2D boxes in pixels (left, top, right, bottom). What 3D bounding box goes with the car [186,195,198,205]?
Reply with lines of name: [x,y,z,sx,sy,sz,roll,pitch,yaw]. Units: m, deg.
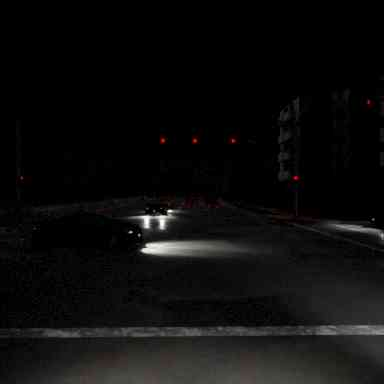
car: [-0.009,1.352,58.091,2.097,1.767,4.553,0,0,0]

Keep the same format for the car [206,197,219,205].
car: [3.491,1.525,58.136,1.812,1.442,4.674,0,0,0]

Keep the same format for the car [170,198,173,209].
car: [-3.582,1.477,44.405,1.882,1.535,5.008,0,0,0]

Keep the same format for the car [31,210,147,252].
car: [-4.154,1.564,13.457,4.181,1.385,1.994,0,0,0]

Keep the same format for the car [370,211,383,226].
car: [13.952,1.505,21.173,4.892,1.490,1.837,0,0,-1]

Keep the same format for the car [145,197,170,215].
car: [-3.588,1.525,33.930,1.812,1.442,4.674,0,0,0]
